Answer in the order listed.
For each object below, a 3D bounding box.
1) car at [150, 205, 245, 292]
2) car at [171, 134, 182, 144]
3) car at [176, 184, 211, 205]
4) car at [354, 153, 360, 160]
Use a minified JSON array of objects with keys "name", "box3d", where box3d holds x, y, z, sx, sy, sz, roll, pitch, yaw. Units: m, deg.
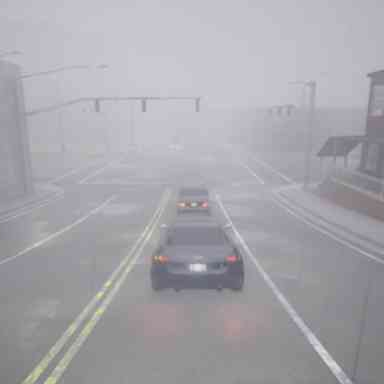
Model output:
[{"name":"car","box3d":[0.102,1.310,8.444,1.994,1.385,4.181,0,3,0]},{"name":"car","box3d":[-3.504,-10.928,70.535,1.895,1.301,4.718,0,13,0]},{"name":"car","box3d":[0.091,0.288,18.328,2.033,1.411,5.357,0,8,0]},{"name":"car","box3d":[22.991,-4.667,42.371,4.181,1.385,1.994,0,13,0]}]
